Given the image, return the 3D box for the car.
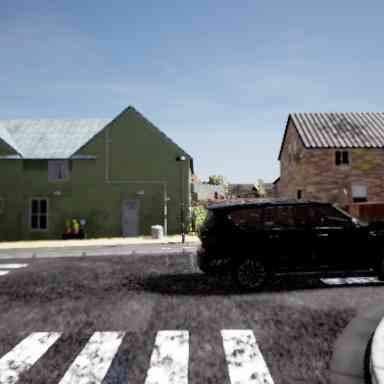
[{"bbox_3d":[2.863,1.205,8.616,5.566,2.045,2.150,-3,0,0],"label":"car"}]
